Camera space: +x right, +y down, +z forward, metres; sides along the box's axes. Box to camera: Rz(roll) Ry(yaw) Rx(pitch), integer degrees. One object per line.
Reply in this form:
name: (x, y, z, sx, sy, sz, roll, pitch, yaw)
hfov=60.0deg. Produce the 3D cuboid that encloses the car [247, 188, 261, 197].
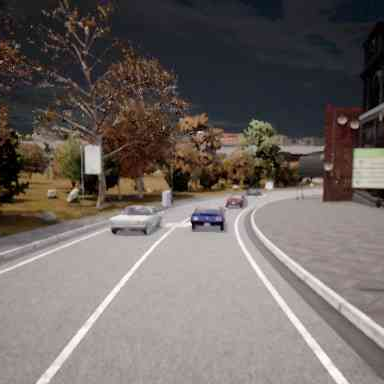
car: (10.586, 0.065, 57.938, 1.994, 1.385, 4.181, 4, 4, 31)

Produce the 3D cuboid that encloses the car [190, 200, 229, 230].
car: (1.093, 1.419, 19.989, 1.895, 1.301, 4.718, 1, 1, 7)

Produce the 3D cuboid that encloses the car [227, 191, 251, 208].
car: (5.114, 0.937, 37.430, 1.812, 1.442, 4.674, 2, 2, 18)

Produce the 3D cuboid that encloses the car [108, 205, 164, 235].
car: (-2.859, 1.418, 17.822, 1.895, 1.301, 4.718, 1, 1, 6)
